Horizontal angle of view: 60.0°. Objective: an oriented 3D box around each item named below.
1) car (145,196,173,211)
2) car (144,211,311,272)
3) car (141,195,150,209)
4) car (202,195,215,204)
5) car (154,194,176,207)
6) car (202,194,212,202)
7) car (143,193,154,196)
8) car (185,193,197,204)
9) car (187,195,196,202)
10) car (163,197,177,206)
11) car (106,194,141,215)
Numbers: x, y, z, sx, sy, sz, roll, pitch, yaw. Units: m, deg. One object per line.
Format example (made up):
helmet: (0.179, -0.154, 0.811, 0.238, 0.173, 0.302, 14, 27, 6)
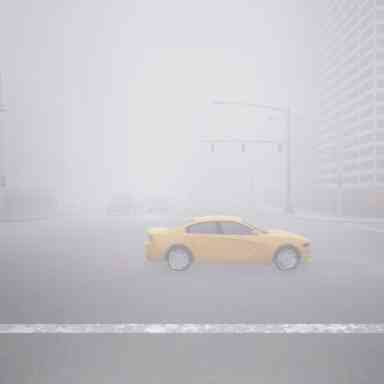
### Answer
car: (-3.680, 1.495, 37.472, 2.128, 1.511, 4.902, 0, 0, 0)
car: (1.054, 1.479, 10.250, 5.008, 1.535, 1.882, 0, 0, 0)
car: (-7.195, 1.552, 44.801, 2.033, 1.411, 5.357, 0, 0, 0)
car: (3.460, 1.532, 64.689, 1.812, 1.442, 4.674, 0, 0, 0)
car: (-3.695, 1.357, 46.688, 2.097, 1.767, 4.553, 0, 0, 0)
car: (3.345, 1.363, 74.591, 2.097, 1.767, 4.553, 0, 0, 0)
car: (-7.205, 1.227, 55.325, 2.150, 2.045, 5.566, 0, 0, 0)
car: (-0.135, 1.228, 63.768, 2.150, 2.045, 5.566, 0, 0, 0)
car: (-0.158, 1.390, 74.440, 1.994, 1.385, 4.181, 0, 0, 0)
car: (-3.707, 1.570, 56.501, 1.994, 1.385, 4.181, 0, 0, 0)
car: (-7.156, 1.225, 34.549, 2.150, 2.045, 5.566, 0, 0, 2)
